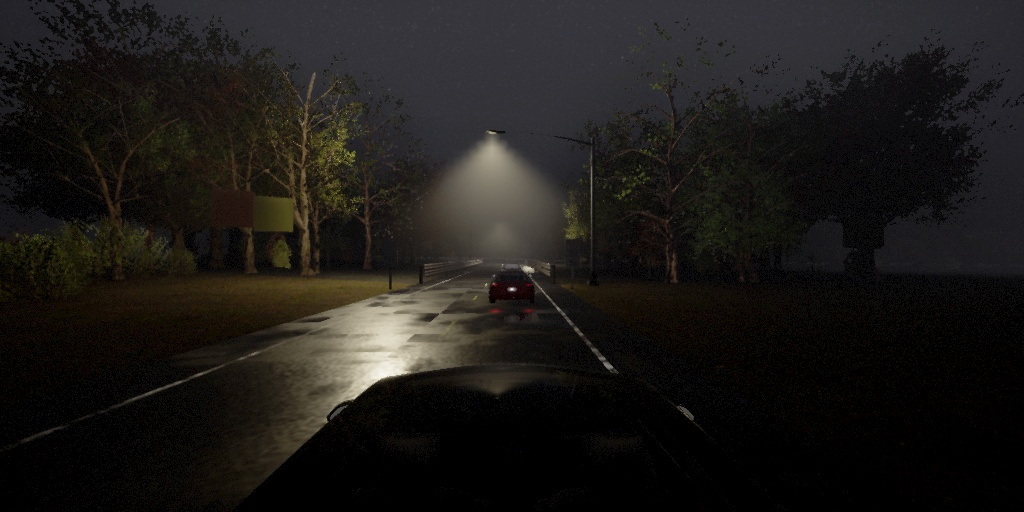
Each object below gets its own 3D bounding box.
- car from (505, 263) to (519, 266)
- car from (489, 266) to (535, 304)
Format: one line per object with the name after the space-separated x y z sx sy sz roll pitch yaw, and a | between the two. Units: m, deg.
0.000 1.317 31.501 1.994 1.385 4.181 0 0 0 | car
0.000 1.319 16.500 1.994 1.385 4.181 0 0 0 | car
